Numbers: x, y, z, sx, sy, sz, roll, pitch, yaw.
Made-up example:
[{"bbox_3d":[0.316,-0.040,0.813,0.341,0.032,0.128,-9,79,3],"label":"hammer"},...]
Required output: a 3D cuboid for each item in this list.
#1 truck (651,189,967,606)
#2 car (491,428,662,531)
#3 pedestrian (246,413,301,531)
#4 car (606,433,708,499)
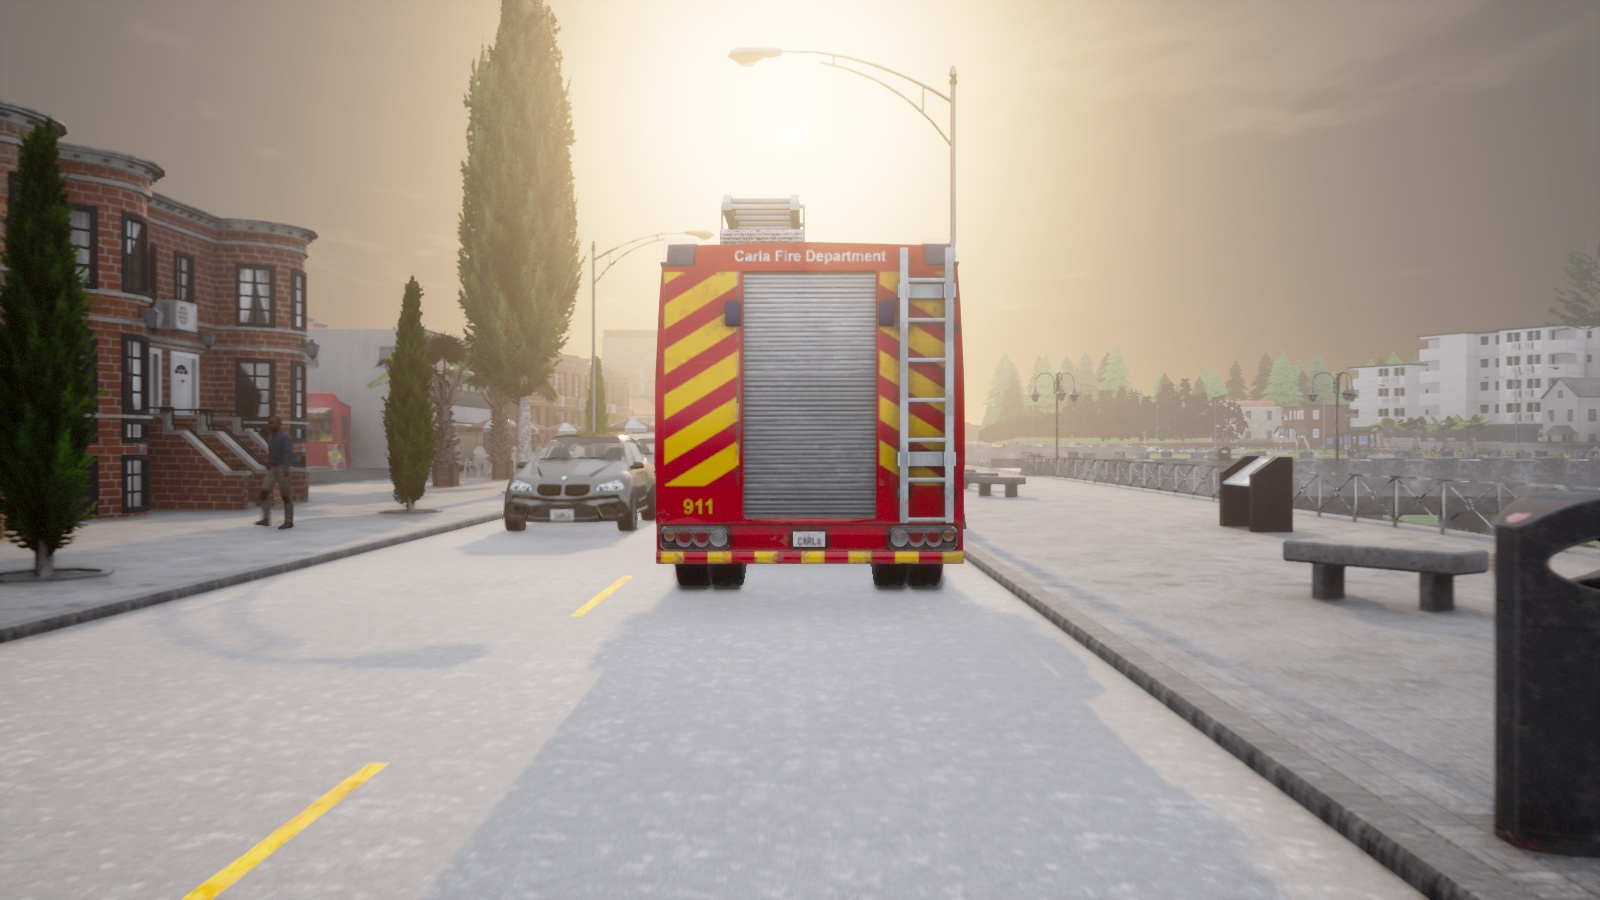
[{"bbox_3d":[0.103,-0.507,15.758,2.891,3.827,8.468,0,0,0],"label":"truck"},{"bbox_3d":[-3.859,0.460,22.572,2.242,1.667,4.611,0,0,0],"label":"car"},{"bbox_3d":[-8.339,0.338,19.890,0.370,1.835,0.726,0,0,29],"label":"pedestrian"},{"bbox_3d":[-3.794,0.395,34.198,2.242,1.667,4.611,0,0,0],"label":"car"}]
